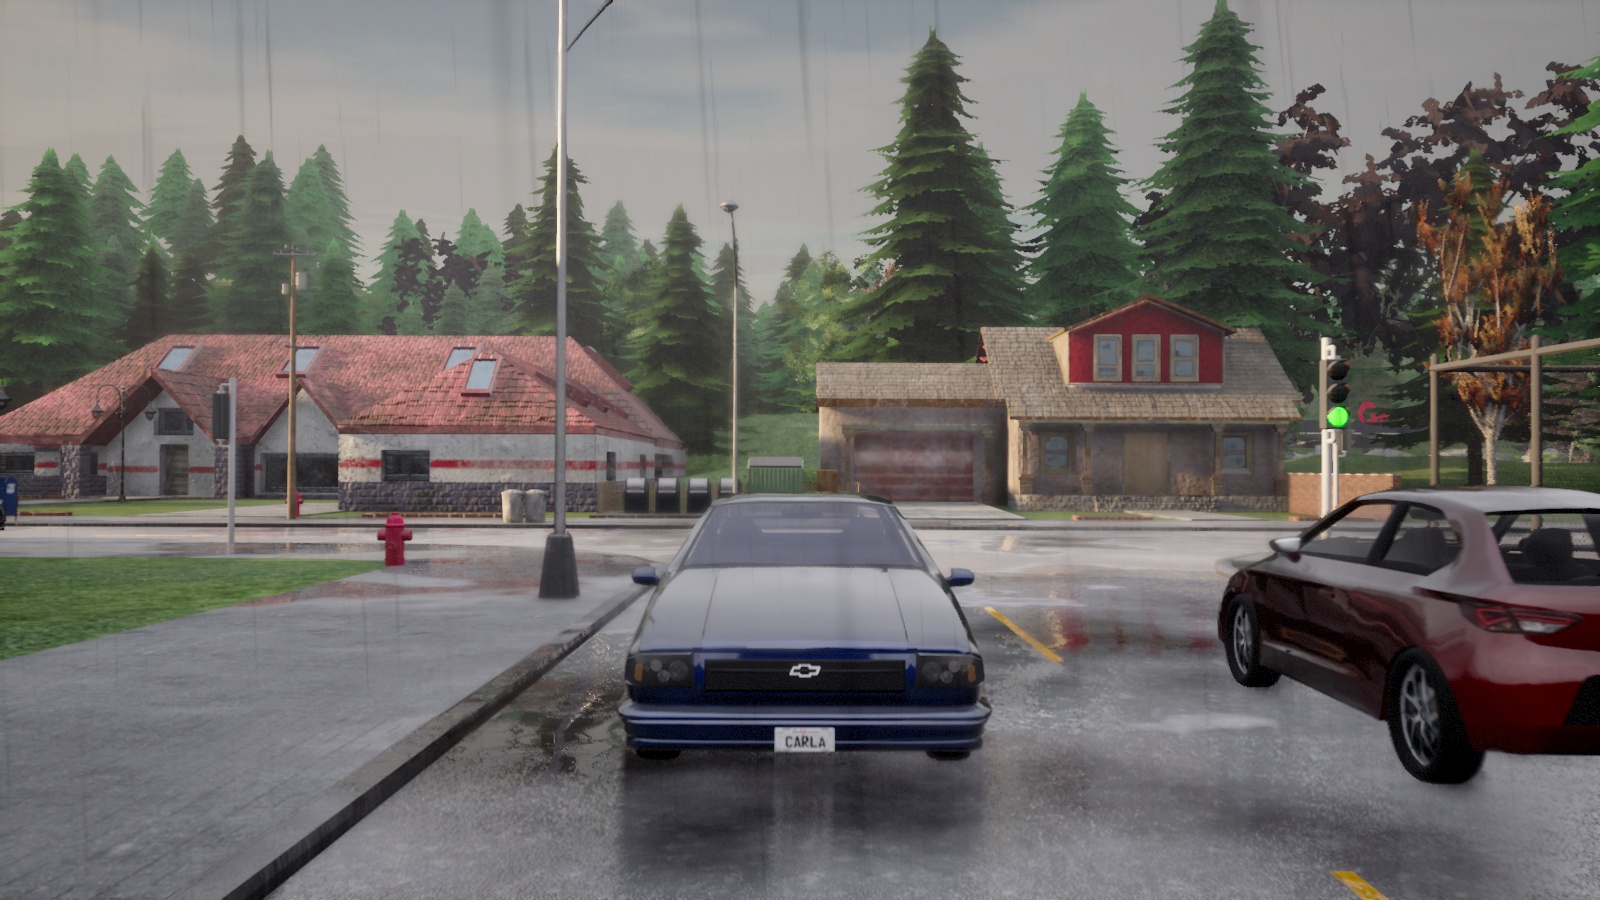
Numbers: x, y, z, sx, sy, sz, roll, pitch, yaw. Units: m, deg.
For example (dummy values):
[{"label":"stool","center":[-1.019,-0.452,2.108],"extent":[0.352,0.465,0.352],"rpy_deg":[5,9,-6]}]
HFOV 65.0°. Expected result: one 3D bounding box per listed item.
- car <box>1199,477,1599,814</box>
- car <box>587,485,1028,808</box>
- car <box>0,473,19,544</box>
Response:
[{"label":"car","center":[3.978,0.922,7.731],"extent":[1.816,1.474,4.193],"rpy_deg":[0,-1,2]},{"label":"car","center":[0.025,0.983,8.482],"extent":[2.033,1.411,5.357],"rpy_deg":[0,-1,0]},{"label":"car","center":[-18.712,1.233,26.022],"extent":[3.806,1.475,1.970],"rpy_deg":[0,-1,0]}]
